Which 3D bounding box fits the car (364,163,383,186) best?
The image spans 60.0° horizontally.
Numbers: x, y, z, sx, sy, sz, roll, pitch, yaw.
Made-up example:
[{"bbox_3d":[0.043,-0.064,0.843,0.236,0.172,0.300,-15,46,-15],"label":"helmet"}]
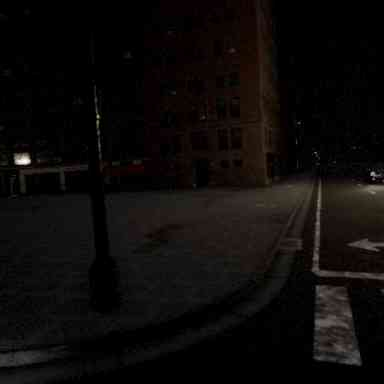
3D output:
[{"bbox_3d":[15.990,-1.614,28.230,2.097,1.767,4.553,-2,4,21],"label":"car"}]
